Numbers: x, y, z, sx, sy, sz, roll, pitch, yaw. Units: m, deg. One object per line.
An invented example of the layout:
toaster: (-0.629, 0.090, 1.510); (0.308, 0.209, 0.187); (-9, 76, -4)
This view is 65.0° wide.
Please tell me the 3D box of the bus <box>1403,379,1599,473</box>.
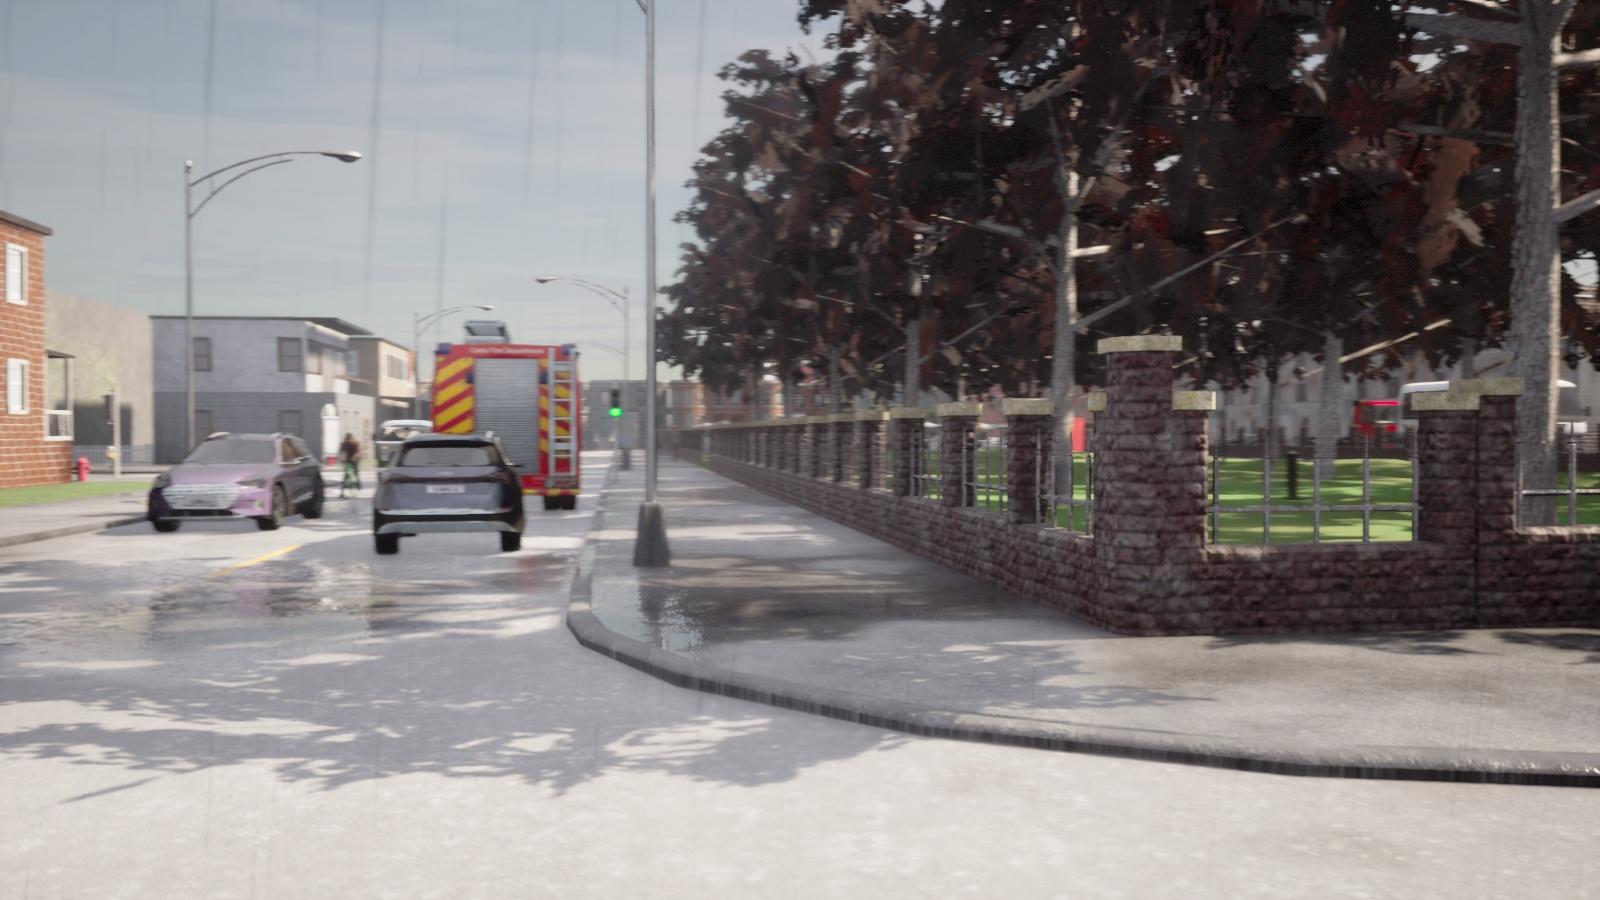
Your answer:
bus: (34.726, -1.142, 61.910); (3.944, 4.253, 10.273); (0, 1, -8)

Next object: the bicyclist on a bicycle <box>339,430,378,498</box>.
bicyclist on a bicycle: (-10.810, 0.319, 30.807); (0.582, 1.620, 1.656); (0, 1, -8)

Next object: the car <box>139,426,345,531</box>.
car: (-9.616, 0.415, 22.116); (2.033, 1.649, 4.856); (0, 1, -8)

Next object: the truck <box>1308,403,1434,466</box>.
truck: (33.158, -0.904, 73.343); (2.891, 3.462, 7.936); (0, 1, -8)

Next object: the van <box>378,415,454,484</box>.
van: (-12.072, -0.033, 39.699); (2.069, 2.038, 4.480); (0, 1, -14)

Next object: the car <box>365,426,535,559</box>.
car: (-4.882, 0.495, 18.140); (2.033, 1.649, 4.856); (0, 1, -12)

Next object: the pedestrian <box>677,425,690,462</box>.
pedestrian: (-6.108, -0.348, 65.767); (0.659, 1.952, 0.873); (0, 1, -8)

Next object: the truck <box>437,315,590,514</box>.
truck: (-6.351, -0.743, 28.581); (2.891, 3.827, 8.468); (0, 1, -11)
